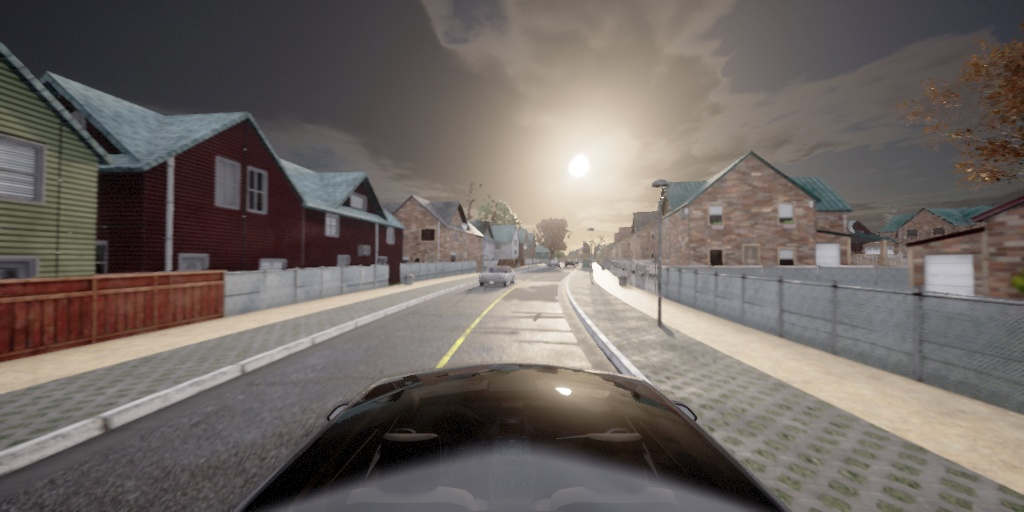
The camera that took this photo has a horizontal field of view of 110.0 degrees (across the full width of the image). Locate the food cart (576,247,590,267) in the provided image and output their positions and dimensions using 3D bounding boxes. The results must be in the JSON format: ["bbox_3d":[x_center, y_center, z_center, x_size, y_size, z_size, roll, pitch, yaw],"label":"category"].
[{"bbox_3d":[12.595,0.323,61.250,2.280,3.560,4.660,0,0,12],"label":"food cart"}]

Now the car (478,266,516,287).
[{"bbox_3d":[-0.966,1.376,24.914,1.895,1.301,4.718,0,0,9],"label":"car"}]
